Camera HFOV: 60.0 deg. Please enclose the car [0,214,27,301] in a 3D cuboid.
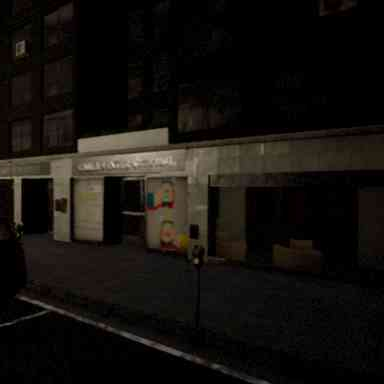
[{"bbox_3d":[-5.479,1.311,6.983,5.009,1.841,2.192,0,1,36],"label":"car"}]
